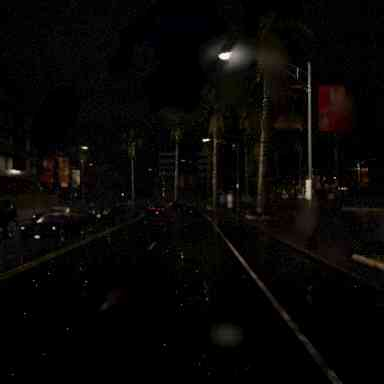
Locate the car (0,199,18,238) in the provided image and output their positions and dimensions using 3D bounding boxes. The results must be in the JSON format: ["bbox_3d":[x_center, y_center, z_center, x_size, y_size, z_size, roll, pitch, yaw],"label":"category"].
[{"bbox_3d":[-10.630,1.393,16.116,2.150,2.045,5.566,0,-1,0],"label":"car"}]

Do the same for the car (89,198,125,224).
[{"bbox_3d":[-7.182,1.515,28.275,2.150,2.045,5.566,0,-1,-1],"label":"car"}]

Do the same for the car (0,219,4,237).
[{"bbox_3d":[-7.114,1.634,7.964,2.033,1.411,5.357,0,-1,0],"label":"car"}]

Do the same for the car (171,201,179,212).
[{"bbox_3d":[-1.810,1.968,47.955,1.882,1.535,5.008,0,0,-12],"label":"car"}]

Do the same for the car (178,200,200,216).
[{"bbox_3d":[-0.236,1.902,36.797,1.812,1.442,4.674,0,-1,-4],"label":"car"}]

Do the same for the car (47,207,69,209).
[{"bbox_3d":[-10.669,1.874,26.096,1.895,1.301,4.718,0,-1,0],"label":"car"}]

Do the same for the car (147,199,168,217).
[{"bbox_3d":[-3.708,1.875,36.000,1.837,1.490,4.892,0,-1,-4],"label":"car"}]

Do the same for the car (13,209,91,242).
[{"bbox_3d":[-7.134,1.785,17.553,1.895,1.301,4.718,0,-1,0],"label":"car"}]

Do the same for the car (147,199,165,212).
[{"bbox_3d":[-5.187,1.834,47.038,2.097,1.767,4.553,0,-1,-12],"label":"car"}]
